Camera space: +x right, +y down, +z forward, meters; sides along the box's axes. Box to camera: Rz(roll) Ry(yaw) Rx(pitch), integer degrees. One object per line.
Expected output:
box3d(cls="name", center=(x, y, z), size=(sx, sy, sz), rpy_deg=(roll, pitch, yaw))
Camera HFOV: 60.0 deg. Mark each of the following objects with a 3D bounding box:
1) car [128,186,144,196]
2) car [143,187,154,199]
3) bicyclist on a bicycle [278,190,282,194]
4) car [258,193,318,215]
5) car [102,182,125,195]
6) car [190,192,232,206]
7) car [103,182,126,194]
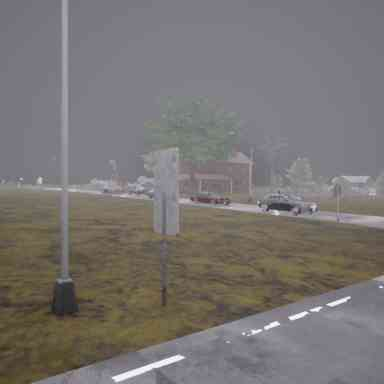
box3d(cls="car", center=(-8.411, -0.187, 52.569), size=(1.812, 1.442, 4.674), rpy_deg=(0, 2, -35))
box3d(cls="car", center=(-3.831, 0.231, 41.225), size=(1.812, 1.442, 4.674), rpy_deg=(0, 2, -36))
box3d(cls="bicyclist on a bicycle", center=(8.891, 0.664, 33.763), size=(1.656, 1.620, 0.582), rpy_deg=(0, 2, -36))
box3d(cls="car", center=(7.295, 0.895, 25.724), size=(2.128, 1.511, 4.902), rpy_deg=(0, 2, -36))
box3d(cls="car", center=(-12.863, -0.493, 53.956), size=(2.097, 1.767, 4.553), rpy_deg=(0, 2, -36))
box3d(cls="car", center=(1.843, 0.658, 33.312), size=(1.895, 1.301, 4.718), rpy_deg=(0, 2, -36))
box3d(cls="car", center=(-14.110, -0.818, 60.409), size=(2.150, 2.045, 5.566), rpy_deg=(0, 2, -36))
